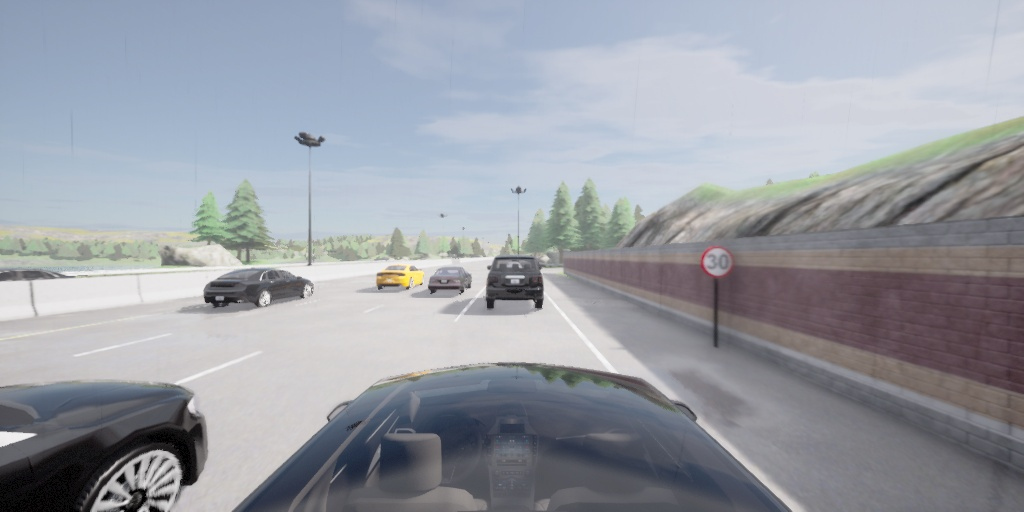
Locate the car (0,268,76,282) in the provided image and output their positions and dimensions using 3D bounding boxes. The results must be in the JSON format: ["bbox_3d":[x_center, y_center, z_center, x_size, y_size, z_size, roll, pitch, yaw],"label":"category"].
[{"bbox_3d":[-21.030,1.263,14.577,1.837,1.490,4.892,0,-1,1],"label":"car"}]

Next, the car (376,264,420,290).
[{"bbox_3d":[-6.894,1.238,22.633,1.882,1.535,5.008,0,0,0],"label":"car"}]

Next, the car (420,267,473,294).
[{"bbox_3d":[-3.395,1.307,20.395,2.033,1.411,5.357,0,0,0],"label":"car"}]

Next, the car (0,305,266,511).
[{"bbox_3d":[-3.392,1.241,0.917,2.128,1.511,4.902,0,0,0],"label":"car"}]

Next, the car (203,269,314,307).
[{"bbox_3d":[-10.396,1.262,15.178,1.837,1.490,4.892,0,0,0],"label":"car"}]

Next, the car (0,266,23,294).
[{"bbox_3d":[-27.996,1.299,17.531,1.812,1.442,4.674,0,0,0],"label":"car"}]

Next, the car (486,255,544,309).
[{"bbox_3d":[0.103,0.978,15.134,2.150,2.045,5.566,0,0,0],"label":"car"}]
